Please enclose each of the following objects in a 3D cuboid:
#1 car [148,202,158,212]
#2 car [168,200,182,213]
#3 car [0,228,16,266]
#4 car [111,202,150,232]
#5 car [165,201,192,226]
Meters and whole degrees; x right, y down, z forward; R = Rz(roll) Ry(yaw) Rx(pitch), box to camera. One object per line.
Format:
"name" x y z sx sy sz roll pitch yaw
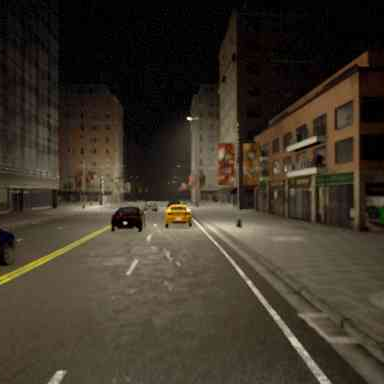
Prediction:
"car" -5.620 2.057 45.780 1.895 1.301 4.718 0 -1 -4
"car" -2.333 1.921 45.321 1.882 1.535 5.008 0 -1 -4
"car" -6.715 1.630 9.341 1.812 1.442 4.674 0 0 -2
"car" -4.108 1.700 22.164 1.882 1.535 5.008 0 0 -4
"car" -1.063 1.725 25.530 1.882 1.535 5.008 0 0 -4
